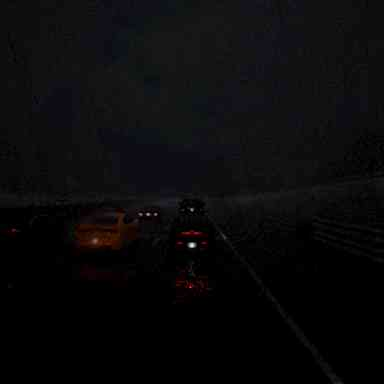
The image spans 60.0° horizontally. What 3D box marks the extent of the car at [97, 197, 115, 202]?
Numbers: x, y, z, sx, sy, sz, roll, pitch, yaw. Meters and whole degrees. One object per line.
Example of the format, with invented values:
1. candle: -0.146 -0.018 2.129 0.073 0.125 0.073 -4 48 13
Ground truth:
1. car: -18.168 2.058 71.954 2.150 2.045 5.566 0 -1 -1

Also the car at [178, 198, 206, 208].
1. car: 0.002 1.538 29.021 2.150 2.045 5.566 0 -1 0

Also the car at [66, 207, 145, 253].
1. car: -3.493 1.630 14.489 1.882 1.535 5.008 0 0 0

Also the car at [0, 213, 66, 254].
1. car: -6.995 1.643 14.316 2.128 1.511 4.902 0 -1 0

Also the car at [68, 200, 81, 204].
1. car: -25.167 2.381 71.810 1.994 1.385 4.181 0 -1 -1

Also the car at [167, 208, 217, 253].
1. car: 0.005 1.659 14.320 1.837 1.490 4.892 0 0 0

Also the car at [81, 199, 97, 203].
1. car: -21.668 2.309 71.896 1.882 1.535 5.008 0 -1 -1

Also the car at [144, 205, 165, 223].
1. car: -3.497 1.869 29.013 2.033 1.411 5.357 0 -1 0

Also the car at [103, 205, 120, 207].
1. car: -6.997 1.869 29.013 2.033 1.411 5.357 0 -1 0
